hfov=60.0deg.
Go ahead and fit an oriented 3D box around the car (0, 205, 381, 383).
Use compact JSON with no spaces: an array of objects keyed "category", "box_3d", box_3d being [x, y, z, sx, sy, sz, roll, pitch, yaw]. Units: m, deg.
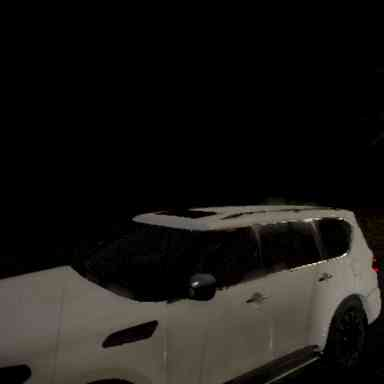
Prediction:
[{"category":"car","box_3d":[0.105,1.222,4.069,5.566,2.045,2.150,0,0,-36]}]
